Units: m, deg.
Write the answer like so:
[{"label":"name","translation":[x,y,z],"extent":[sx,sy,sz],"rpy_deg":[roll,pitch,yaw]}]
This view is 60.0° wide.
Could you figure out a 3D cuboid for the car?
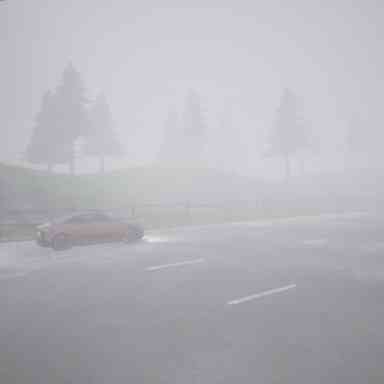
[{"label":"car","translation":[-4.132,1.485,13.688],"extent":[4.181,1.385,1.994],"rpy_deg":[-1,1,-35]}]
